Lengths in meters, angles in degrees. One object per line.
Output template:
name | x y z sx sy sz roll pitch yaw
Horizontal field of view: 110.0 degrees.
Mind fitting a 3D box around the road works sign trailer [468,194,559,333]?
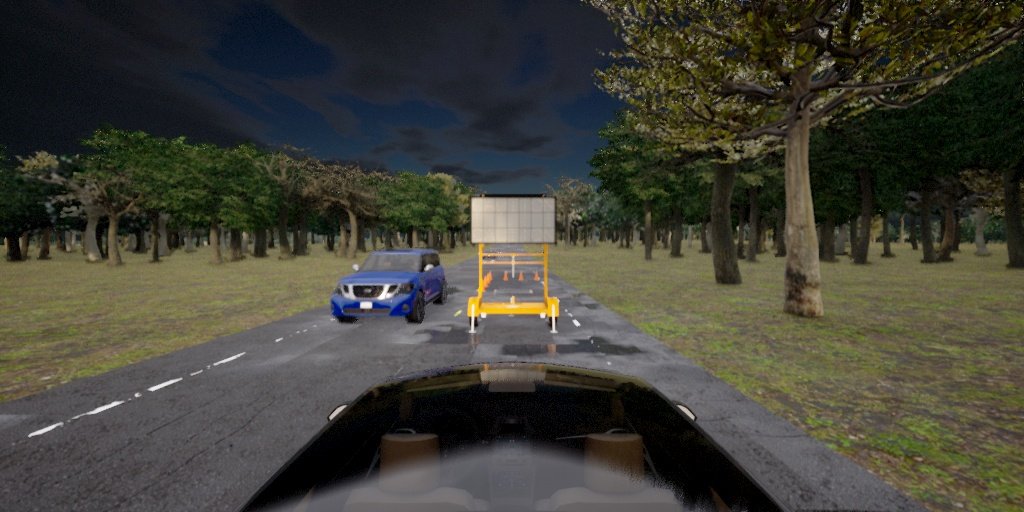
road works sign trailer | 0.034 0.068 10.191 2.380 3.560 2.880 0 0 0

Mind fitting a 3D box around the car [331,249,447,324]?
car | -3.560 0.797 11.530 2.150 2.045 5.566 0 1 0

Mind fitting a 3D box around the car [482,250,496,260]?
car | -3.388 -0.156 54.028 1.994 1.385 4.181 0 2 1
